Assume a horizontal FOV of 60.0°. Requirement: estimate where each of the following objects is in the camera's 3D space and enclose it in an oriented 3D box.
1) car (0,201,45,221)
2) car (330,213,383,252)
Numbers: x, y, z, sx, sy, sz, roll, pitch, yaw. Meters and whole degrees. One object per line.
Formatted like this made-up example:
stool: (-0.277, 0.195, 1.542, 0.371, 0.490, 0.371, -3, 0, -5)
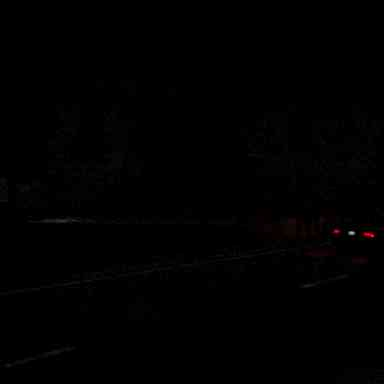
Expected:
car: (-14.286, 1.483, 27.171, 5.008, 1.535, 1.882, 0, 0, 24)
car: (7.913, 1.568, 13.690, 5.357, 1.411, 2.033, 0, 0, -35)
